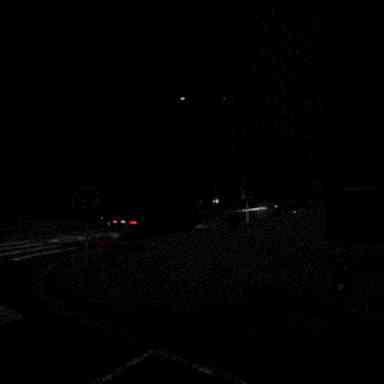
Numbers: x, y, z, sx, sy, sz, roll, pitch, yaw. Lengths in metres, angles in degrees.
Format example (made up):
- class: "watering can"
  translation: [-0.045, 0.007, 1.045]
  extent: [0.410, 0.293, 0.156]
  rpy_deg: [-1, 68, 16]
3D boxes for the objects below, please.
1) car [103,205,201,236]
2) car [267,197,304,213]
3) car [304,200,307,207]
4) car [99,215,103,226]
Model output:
- class: "car"
  translation: [-1.701, 1.400, 17.335]
  extent: [2.033, 1.411, 5.357]
  rpy_deg: [-1, 0, 36]
- class: "car"
  translation: [8.841, 1.275, 31.939]
  extent: [1.994, 1.385, 4.181]
  rpy_deg: [-1, 0, 36]
- class: "car"
  translation: [13.290, 1.298, 43.070]
  extent: [1.895, 1.301, 4.718]
  rpy_deg: [-1, -1, 36]
- class: "car"
  translation: [-3.287, 1.499, 20.185]
  extent: [1.895, 1.301, 4.718]
  rpy_deg: [-1, 0, 36]
